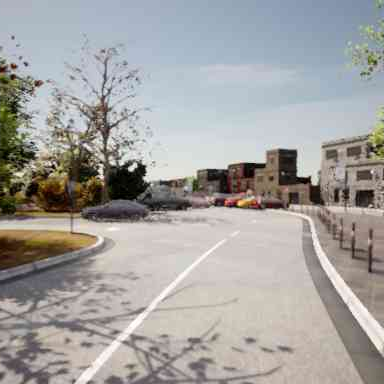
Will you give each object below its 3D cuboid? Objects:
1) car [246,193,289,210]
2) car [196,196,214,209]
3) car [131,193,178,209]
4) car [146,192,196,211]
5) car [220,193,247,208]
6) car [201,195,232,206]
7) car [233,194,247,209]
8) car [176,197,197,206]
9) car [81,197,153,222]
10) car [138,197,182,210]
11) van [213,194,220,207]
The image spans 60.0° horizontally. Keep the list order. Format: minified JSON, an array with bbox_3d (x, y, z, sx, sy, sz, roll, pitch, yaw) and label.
[{"bbox_3d":[9.328,1.238,39.724,4.553,1.767,2.185,0,-1,-21],"label":"car"},{"bbox_3d":[0.689,1.414,42.086,1.812,1.442,4.674,0,-1,-21],"label":"car"},{"bbox_3d":[-4.803,1.115,42.481,5.566,2.045,2.435,0,-1,-21],"label":"car"},{"bbox_3d":[-2.848,1.069,37.381,5.566,2.045,2.435,0,-1,-21],"label":"car"},{"bbox_3d":[7.199,1.157,45.285,5.566,2.045,2.435,0,-1,-21],"label":"car"},{"bbox_3d":[3.926,1.415,53.912,4.553,1.767,2.185,0,-1,-21],"label":"car"},{"bbox_3d":[8.266,1.387,42.567,5.008,1.535,2.097,0,-1,-21],"label":"car"},{"bbox_3d":[-0.949,1.597,56.062,1.882,1.535,5.008,0,-2,-21],"label":"car"},{"bbox_3d":[-5.324,1.313,23.399,4.674,1.442,1.812,0,1,-11],"label":"car"},{"bbox_3d":[-3.825,1.342,39.863,4.892,1.521,2.231,0,-1,-21],"label":"car"},{"bbox_3d":[4.921,1.265,51.043,4.442,1.987,1.878,0,-1,-21],"label":"van"}]
